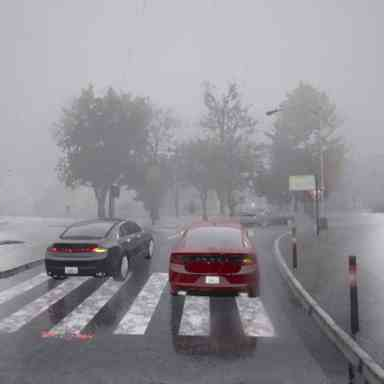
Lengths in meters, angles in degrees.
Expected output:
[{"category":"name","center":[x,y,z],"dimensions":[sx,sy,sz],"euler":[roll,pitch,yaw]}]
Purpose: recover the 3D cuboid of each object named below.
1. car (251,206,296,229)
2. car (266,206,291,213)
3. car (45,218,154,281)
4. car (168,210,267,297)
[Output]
[{"category":"car","center":[5.950,2.064,25.725],"dimensions":[4.902,1.511,2.128],"euler":[0,-5,-35]},{"category":"car","center":[18.936,3.903,72.846],"dimensions":[4.892,1.490,1.837],"euler":[-3,-5,37]},{"category":"car","center":[-2.454,1.532,9.934],"dimensions":[1.837,1.490,4.892],"euler":[-1,0,7]},{"category":"car","center":[0.632,1.472,8.626],"dimensions":[1.882,1.535,5.008],"euler":[-1,0,6]}]
